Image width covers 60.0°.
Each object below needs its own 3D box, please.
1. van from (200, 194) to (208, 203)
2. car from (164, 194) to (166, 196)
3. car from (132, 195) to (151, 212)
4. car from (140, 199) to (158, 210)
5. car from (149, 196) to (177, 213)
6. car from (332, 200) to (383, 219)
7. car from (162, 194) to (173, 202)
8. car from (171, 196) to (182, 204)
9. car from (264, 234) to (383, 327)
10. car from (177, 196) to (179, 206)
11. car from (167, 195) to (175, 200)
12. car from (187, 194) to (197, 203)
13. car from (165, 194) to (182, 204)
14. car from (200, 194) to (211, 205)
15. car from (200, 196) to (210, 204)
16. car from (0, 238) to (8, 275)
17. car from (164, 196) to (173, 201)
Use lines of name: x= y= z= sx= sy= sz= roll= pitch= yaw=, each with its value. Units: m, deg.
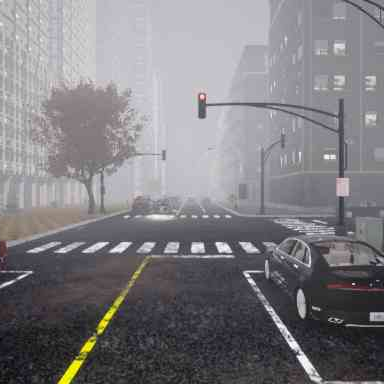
van: x=2.595 y=1.402 z=72.472 sx=1.690 sy=1.788 sz=3.998 roll=0 pitch=0 yaw=0
car: x=-5.786 y=1.627 z=72.461 sx=1.947 sy=1.339 sz=4.313 roll=0 pitch=0 yaw=0
car: x=-5.743 y=1.336 z=39.324 sx=2.192 sy=1.841 sz=5.009 roll=0 pitch=0 yaw=0
car: x=-5.750 y=1.592 z=44.847 sx=1.947 sy=1.339 sz=4.313 roll=0 pitch=0 yaw=0
car: x=-3.147 y=1.510 z=37.139 sx=2.128 sy=1.511 sz=4.902 roll=0 pitch=0 yaw=0
car: x=13.391 y=1.350 z=26.366 sx=4.403 sy=1.369 sz=2.008 roll=-1 pitch=1 yaw=-1
car: x=-5.793 y=1.385 z=77.983 sx=2.192 sy=1.841 sz=5.009 roll=0 pitch=0 yaw=0
car: x=-3.112 y=1.530 z=66.948 sx=1.882 sy=1.535 sz=5.008 roll=0 pitch=0 yaw=0
car: x=2.679 y=1.551 z=6.946 sx=2.008 sy=1.369 sz=4.403 roll=0 pitch=0 yaw=0
car: x=-3.158 y=1.629 z=46.375 sx=1.895 sy=1.301 sz=4.718 roll=0 pitch=0 yaw=0
car: x=-5.814 y=1.654 z=94.552 sx=2.008 sy=1.369 sz=4.403 roll=0 pitch=0 yaw=0
car: x=-0.089 y=1.602 z=68.653 sx=2.033 sy=1.411 sz=5.357 roll=0 pitch=0 yaw=0
car: x=-3.157 y=1.516 z=56.461 sx=1.882 sy=1.535 sz=5.008 roll=0 pitch=0 yaw=0
car: x=2.610 y=1.610 z=61.425 sx=1.947 sy=1.339 sz=4.313 roll=0 pitch=0 yaw=0
car: x=2.602 y=1.578 z=67.118 sx=1.752 sy=1.417 sz=4.829 roll=0 pitch=0 yaw=0
car: x=-5.701 y=1.545 z=6.936 sx=1.887 sy=1.381 sz=4.507 roll=0 pitch=0 yaw=0
car: x=-5.800 y=1.632 z=83.507 sx=2.008 sy=1.369 sz=4.403 roll=0 pitch=0 yaw=0
